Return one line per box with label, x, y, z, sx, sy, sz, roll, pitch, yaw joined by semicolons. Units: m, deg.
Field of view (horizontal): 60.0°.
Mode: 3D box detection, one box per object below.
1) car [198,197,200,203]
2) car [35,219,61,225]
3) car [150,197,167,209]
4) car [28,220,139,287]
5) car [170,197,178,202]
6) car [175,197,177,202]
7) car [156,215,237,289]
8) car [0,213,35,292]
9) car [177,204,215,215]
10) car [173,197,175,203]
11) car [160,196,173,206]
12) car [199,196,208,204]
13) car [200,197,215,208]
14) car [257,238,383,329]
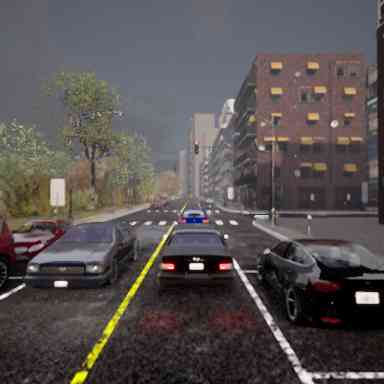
car;2.631;1.957;67.831;1.802;1.307;4.206;1;0;0
car;-5.298;1.644;11.871;1.802;1.307;4.206;1;0;0
car;-5.264;1.814;49.986;1.887;1.381;4.507;1;0;0
car;-2.788;1.599;9.799;2.033;1.411;5.357;0;0;1
car;-5.225;2.097;95.394;2.008;1.369;4.403;1;0;0
car;-5.235;2.024;84.041;2.008;1.369;4.403;1;0;0
car;0.107;1.596;9.351;2.033;1.411;5.357;0;0;0
car;-5.300;1.347;6.218;2.192;1.841;5.009;1;0;0
car;0.124;1.625;19.088;1.812;1.442;4.674;0;0;0
car;-5.247;1.684;67.015;2.192;1.841;5.009;1;0;0
car;-5.252;1.651;61.339;2.192;1.841;5.009;1;0;0
car;2.643;1.884;79.199;1.967;1.590;4.097;1;0;0
car;2.617;1.826;50.783;2.008;1.369;4.403;1;0;0
car;2.578;1.603;6.966;1.947;1.339;4.313;1;0;0
